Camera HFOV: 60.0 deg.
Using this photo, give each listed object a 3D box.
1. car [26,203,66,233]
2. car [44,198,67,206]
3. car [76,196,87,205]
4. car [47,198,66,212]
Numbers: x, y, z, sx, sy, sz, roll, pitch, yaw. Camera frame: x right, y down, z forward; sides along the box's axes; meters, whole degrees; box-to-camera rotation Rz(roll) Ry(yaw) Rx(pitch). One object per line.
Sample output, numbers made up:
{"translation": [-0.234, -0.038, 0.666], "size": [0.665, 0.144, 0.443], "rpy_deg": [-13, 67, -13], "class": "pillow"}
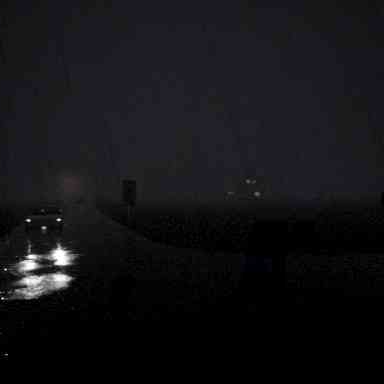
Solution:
{"translation": [-8.574, 1.568, 19.544], "size": [1.895, 1.301, 4.718], "rpy_deg": [0, 0, -21], "class": "car"}
{"translation": [-12.178, 1.482, 29.005], "size": [1.812, 1.442, 4.674], "rpy_deg": [1, 0, -20], "class": "car"}
{"translation": [-19.900, 1.494, 59.754], "size": [2.033, 1.411, 5.357], "rpy_deg": [0, 0, -18], "class": "car"}
{"translation": [-15.674, 1.475, 38.543], "size": [1.812, 1.442, 4.674], "rpy_deg": [0, 0, -19], "class": "car"}
